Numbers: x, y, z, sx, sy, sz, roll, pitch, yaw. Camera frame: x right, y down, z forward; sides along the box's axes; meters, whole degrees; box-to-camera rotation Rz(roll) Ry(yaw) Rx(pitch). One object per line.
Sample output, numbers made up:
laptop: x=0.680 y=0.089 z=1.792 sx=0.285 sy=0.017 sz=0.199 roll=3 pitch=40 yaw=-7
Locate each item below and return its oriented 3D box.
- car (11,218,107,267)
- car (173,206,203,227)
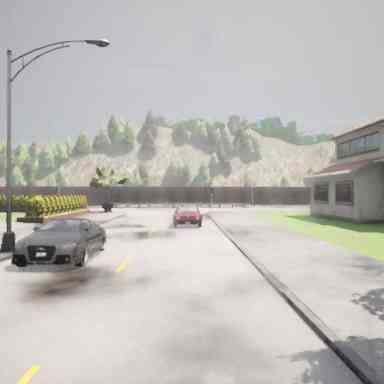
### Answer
car: x=-4.284 y=1.586 z=11.362 sx=1.994 sy=1.385 sz=4.181 roll=0 pitch=0 yaw=-1
car: x=-0.305 y=1.643 z=22.859 sx=1.895 sy=1.301 sz=4.718 roll=0 pitch=0 yaw=-1
